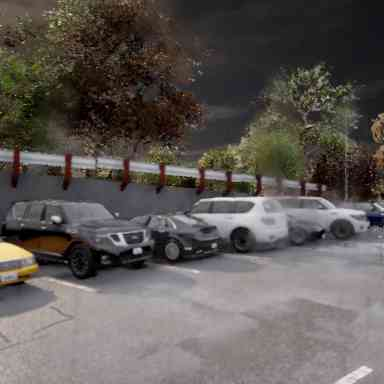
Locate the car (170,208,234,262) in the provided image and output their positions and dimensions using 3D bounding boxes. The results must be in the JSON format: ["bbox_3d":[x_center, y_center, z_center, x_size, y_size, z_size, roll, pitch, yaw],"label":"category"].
[{"bbox_3d":[-1.264,1.488,12.095,4.892,1.521,2.231,-1,-1,35],"label":"car"}]

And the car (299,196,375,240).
[{"bbox_3d":[6.141,1.237,17.363,5.566,2.045,2.435,-1,-1,34],"label":"car"}]

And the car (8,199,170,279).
[{"bbox_3d":[-3.704,1.235,10.336,5.566,2.045,2.435,-1,-1,35],"label":"car"}]

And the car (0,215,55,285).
[{"bbox_3d":[-6.032,1.481,8.499,5.366,1.575,1.946,-1,-1,34],"label":"car"}]

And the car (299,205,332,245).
[{"bbox_3d":[3.683,1.517,15.603,4.792,1.488,2.163,-1,-1,35],"label":"car"}]

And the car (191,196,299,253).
[{"bbox_3d":[1.169,1.237,13.886,5.566,2.045,2.435,-1,-1,34],"label":"car"}]

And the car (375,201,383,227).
[{"bbox_3d":[11.013,1.364,20.897,4.553,1.767,2.185,-1,-1,35],"label":"car"}]
